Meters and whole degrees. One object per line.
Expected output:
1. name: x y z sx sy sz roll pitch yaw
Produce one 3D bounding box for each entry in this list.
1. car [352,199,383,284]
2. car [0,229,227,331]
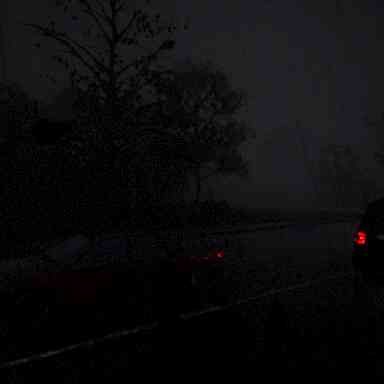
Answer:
1. car: 6.161 1.143 8.060 5.566 2.045 2.150 -1 0 -35
2. car: -1.751 1.527 7.024 5.357 1.411 2.033 -1 0 -35
